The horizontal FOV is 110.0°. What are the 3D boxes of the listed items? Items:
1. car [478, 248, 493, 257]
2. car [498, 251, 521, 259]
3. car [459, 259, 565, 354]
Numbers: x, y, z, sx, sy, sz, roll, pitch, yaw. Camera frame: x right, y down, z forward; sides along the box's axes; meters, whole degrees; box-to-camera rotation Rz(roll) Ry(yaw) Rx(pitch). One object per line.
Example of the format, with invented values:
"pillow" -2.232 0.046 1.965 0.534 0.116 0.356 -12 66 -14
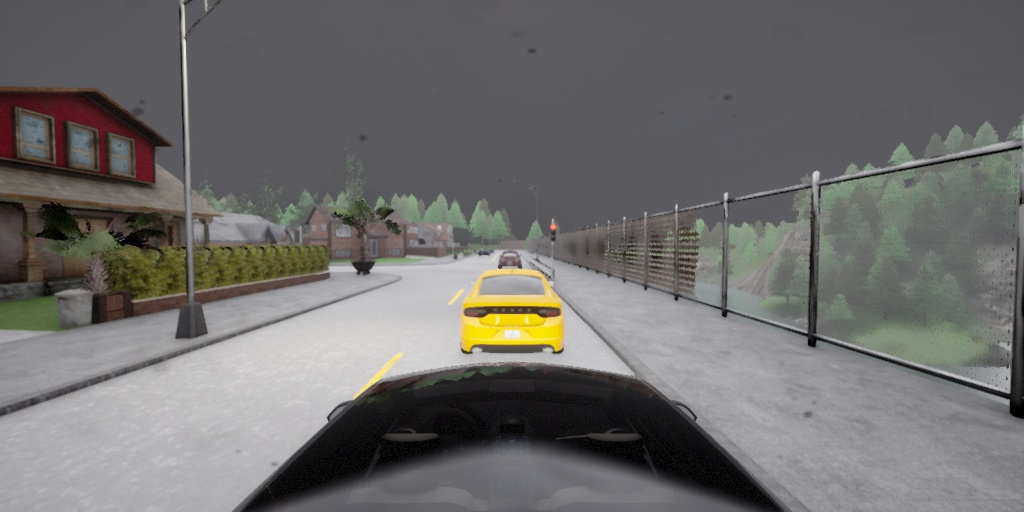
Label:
"car" -4.561 -0.559 58.803 1.895 1.301 4.718 0 2 0
"car" -0.175 0.309 30.522 1.812 1.442 4.674 0 2 -1
"car" 0.002 1.010 8.180 1.882 1.535 5.008 0 2 0
